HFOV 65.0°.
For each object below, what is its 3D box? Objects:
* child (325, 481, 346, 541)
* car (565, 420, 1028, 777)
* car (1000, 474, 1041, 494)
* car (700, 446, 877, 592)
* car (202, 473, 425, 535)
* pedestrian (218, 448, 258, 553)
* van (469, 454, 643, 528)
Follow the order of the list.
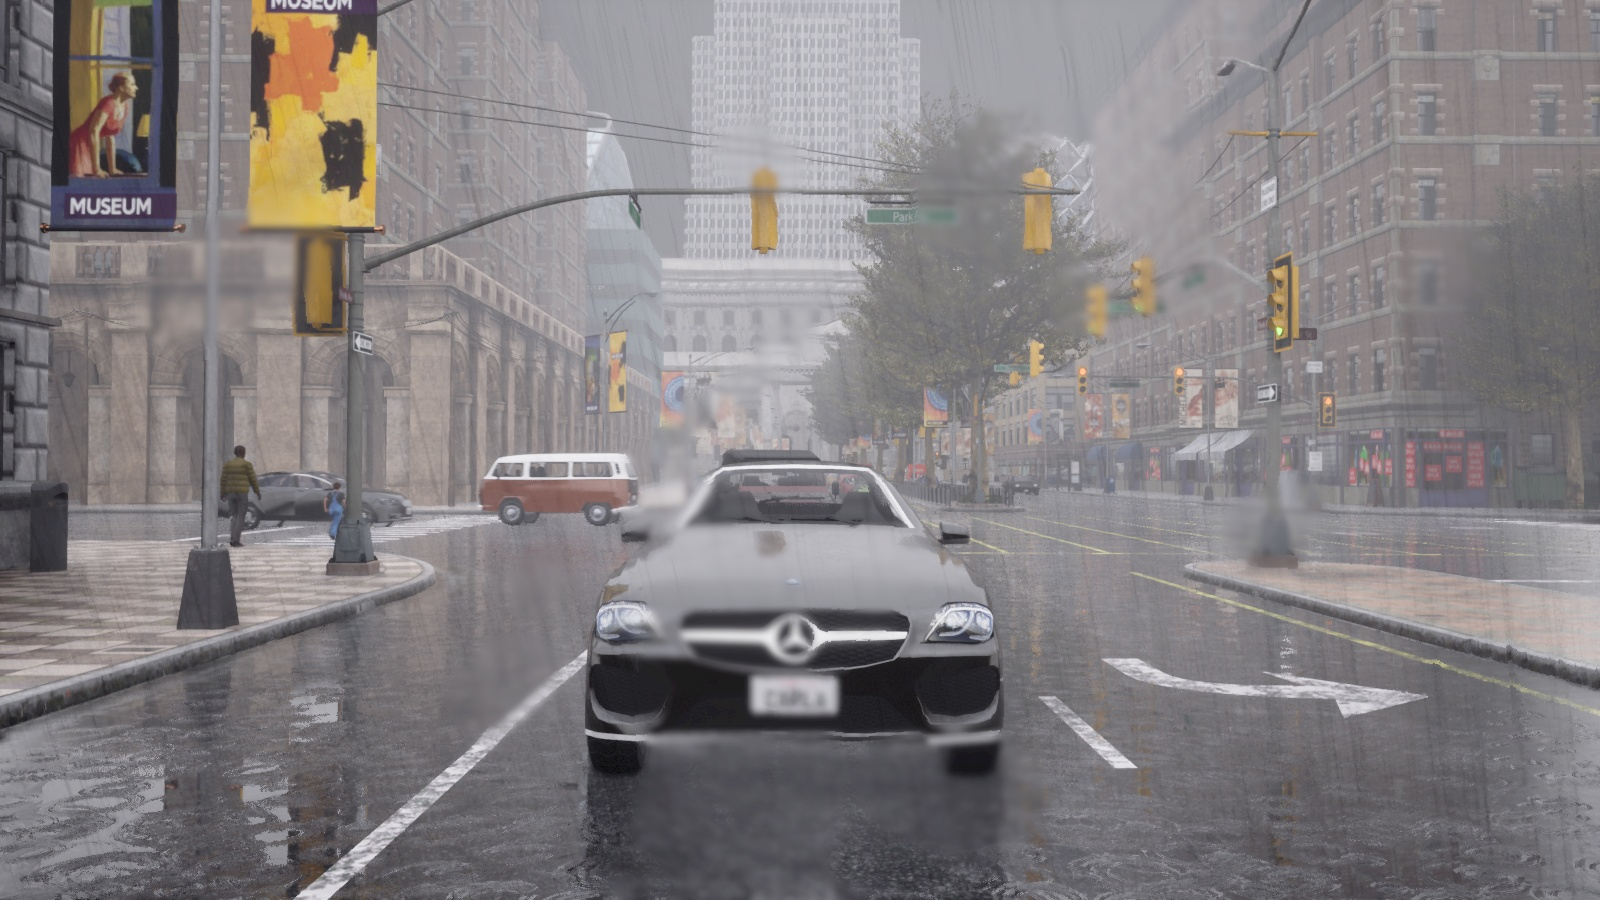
[{"bbox_3d":[-9.843,1.292,26.622,0.270,1.263,0.437,0,-1,4],"label":"child"},{"bbox_3d":[-0.025,0.733,8.363,2.152,1.651,5.027,0,-1,0],"label":"car"},{"bbox_3d":[14.765,2.267,84.225,1.895,1.301,4.718,0,-1,0],"label":"car"},{"bbox_3d":[-0.294,0.918,18.273,1.905,1.878,3.866,0,-1,-11],"label":"car"},{"bbox_3d":[-12.420,1.362,32.303,4.902,1.511,2.128,0,-1,0],"label":"car"},{"bbox_3d":[-9.985,0.885,22.306,0.370,1.835,0.726,0,-1,1],"label":"pedestrian"},{"bbox_3d":[-6.884,1.165,35.768,4.480,2.038,2.069,0,-1,4],"label":"van"}]
